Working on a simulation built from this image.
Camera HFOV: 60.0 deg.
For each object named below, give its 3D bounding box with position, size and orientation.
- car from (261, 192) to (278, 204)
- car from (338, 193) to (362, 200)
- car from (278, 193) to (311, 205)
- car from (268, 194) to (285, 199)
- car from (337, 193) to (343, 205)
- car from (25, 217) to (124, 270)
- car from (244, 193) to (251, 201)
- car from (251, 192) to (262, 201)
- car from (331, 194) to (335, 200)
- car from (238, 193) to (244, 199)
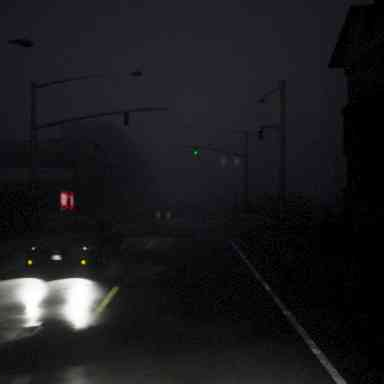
[{"bbox_3d":[14.174,1.002,52.835,5.027,1.636,2.152,0,0,0],"label":"car"},{"bbox_3d":[39.987,1.081,83.990,5.027,1.636,2.152,0,0,0],"label":"car"},{"bbox_3d":[14.497,1.101,46.417,3.806,1.475,1.970,0,0,0],"label":"car"},{"bbox_3d":[21.321,1.133,84.138,3.806,1.475,1.970,0,0,0],"label":"car"},{"bbox_3d":[21.546,1.179,42.755,4.514,1.523,2.007,0,0,0],"label":"car"},{"bbox_3d":[-3.523,1.529,10.718,1.994,1.385,4.181,0,0,1],"label":"car"},{"bbox_3d":[13.762,0.895,68.534,4.605,1.855,1.932,0,0,0],"label":"car"},{"bbox_3d":[14.174,0.884,65.629,3.866,1.878,1.905,0,0,0],"label":"car"},{"bbox_3d":[32.312,1.108,72.144,3.633,1.501,1.845,0,0,0],"label":"car"},{"bbox_3d":[13.901,1.113,87.119,3.633,1.501,1.845,0,0,0],"label":"car"}]
